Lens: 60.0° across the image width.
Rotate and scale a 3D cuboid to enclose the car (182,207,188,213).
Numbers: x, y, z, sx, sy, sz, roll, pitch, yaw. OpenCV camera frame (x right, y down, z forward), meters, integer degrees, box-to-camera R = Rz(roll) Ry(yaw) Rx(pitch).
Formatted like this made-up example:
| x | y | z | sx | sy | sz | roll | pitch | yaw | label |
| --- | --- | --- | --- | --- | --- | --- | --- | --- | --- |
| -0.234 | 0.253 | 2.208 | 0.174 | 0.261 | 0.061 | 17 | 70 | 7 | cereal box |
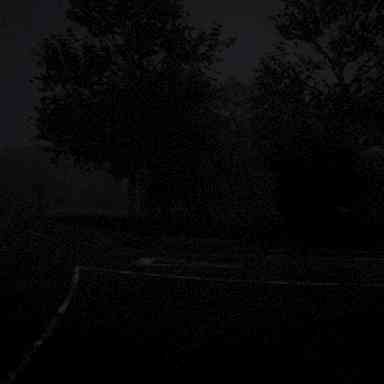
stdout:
| x | y | z | sx | sy | sz | roll | pitch | yaw | label |
| --- | --- | --- | --- | --- | --- | --- | --- | --- | --- |
| -1.406 | 4.956 | 93.415 | 2.435 | 2.045 | 5.566 | 0 | -2 | 23 | car |
